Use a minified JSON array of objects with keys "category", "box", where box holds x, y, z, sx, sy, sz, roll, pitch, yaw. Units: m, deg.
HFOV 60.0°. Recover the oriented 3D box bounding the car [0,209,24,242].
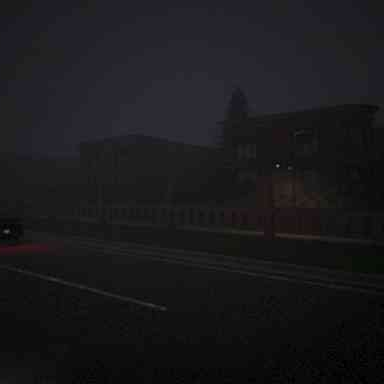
[{"category":"car","box":[-9.656,1.481,15.170,5.008,1.535,1.882,0,0,35]}]
